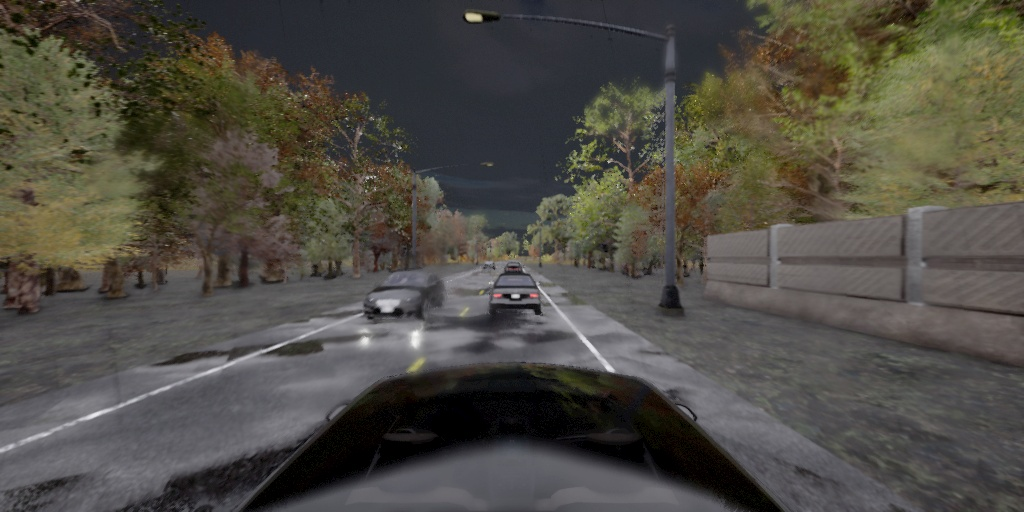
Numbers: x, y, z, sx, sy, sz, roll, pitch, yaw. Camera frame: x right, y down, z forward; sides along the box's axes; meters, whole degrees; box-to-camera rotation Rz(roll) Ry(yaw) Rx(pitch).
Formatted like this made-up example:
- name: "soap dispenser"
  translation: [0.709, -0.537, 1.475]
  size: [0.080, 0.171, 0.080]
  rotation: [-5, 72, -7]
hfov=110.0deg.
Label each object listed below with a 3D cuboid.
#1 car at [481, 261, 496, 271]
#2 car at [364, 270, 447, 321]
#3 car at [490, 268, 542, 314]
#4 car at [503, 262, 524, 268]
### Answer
- name: "car"
  translation: [-3.486, 1.461, 54.883]
  size: [1.812, 1.442, 4.674]
  rotation: [0, 0, 1]
- name: "car"
  translation: [-3.581, 1.285, 12.780]
  size: [2.128, 1.511, 4.902]
  rotation: [0, 0, 0]
- name: "car"
  translation: [0.119, 1.355, 14.063]
  size: [2.033, 1.411, 5.357]
  rotation: [0, 0, 0]
- name: "car"
  translation: [0.147, 1.393, 36.874]
  size: [1.837, 1.490, 4.892]
  rotation: [0, 0, 0]
